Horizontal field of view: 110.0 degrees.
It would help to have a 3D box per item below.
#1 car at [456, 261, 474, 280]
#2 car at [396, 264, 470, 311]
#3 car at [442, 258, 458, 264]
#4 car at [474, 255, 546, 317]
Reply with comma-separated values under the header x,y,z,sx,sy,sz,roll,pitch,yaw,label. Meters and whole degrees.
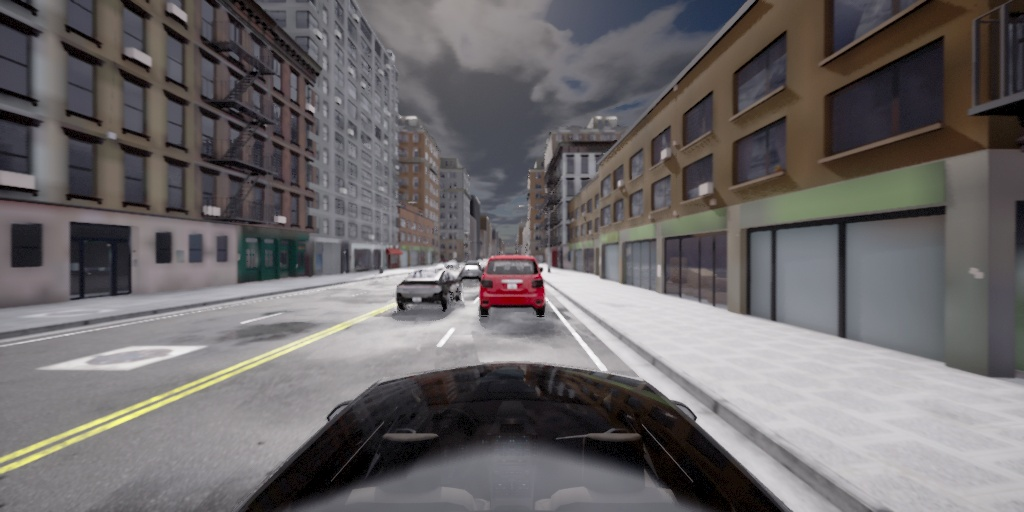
x,y,z,sx,sy,sz,roll,pitch,yaw,label
-3.204,1.375,29.835,1.994,1.385,4.181,0,0,0,car
-3.206,1.270,14.591,2.128,1.511,4.902,0,0,1,car
-9.811,1.409,58.967,1.812,1.442,4.674,0,0,0,car
0.034,0.999,13.472,2.150,2.045,5.566,0,0,1,car
